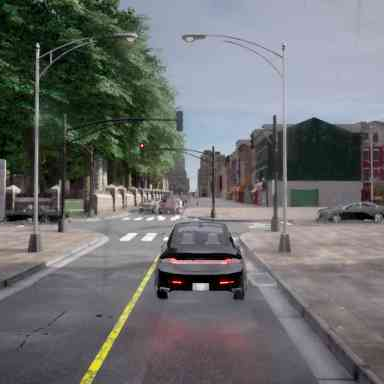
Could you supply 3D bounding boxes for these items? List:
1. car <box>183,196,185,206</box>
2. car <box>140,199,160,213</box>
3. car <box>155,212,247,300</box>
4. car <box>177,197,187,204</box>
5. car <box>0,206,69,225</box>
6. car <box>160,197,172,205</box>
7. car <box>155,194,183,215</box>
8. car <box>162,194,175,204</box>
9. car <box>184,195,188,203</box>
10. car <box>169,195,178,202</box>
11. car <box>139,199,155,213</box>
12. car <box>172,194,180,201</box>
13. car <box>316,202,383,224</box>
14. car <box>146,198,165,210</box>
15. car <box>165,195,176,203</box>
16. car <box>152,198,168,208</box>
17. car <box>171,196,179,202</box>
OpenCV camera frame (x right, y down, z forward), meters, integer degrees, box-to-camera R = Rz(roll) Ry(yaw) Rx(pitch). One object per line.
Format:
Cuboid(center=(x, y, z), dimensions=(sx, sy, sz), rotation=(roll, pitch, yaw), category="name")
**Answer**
Cuboid(center=(-2.275, 1.574, 45.025), dimensions=(1.812, 1.442, 4.674), rotation=(0, 0, 0), category="car")
Cuboid(center=(-4.900, 1.563, 39.405), dimensions=(1.752, 1.417, 4.829), rotation=(1, 0, 0), category="car")
Cuboid(center=(0.213, 1.496, 8.419), dimensions=(2.128, 1.511, 4.902), rotation=(0, 0, 1), category="car")
Cuboid(center=(-2.019, 1.678, 69.604), dimensions=(1.994, 1.385, 4.181), rotation=(0, 0, 0), category="car")
Cuboid(center=(-11.586, 1.665, 24.072), dimensions=(4.718, 1.301, 1.895), rotation=(0, -1, 1), category="car")
Cuboid(center=(-4.702, 1.671, 60.916), dimensions=(1.802, 1.307, 4.206), rotation=(1, 0, 0), category="car")
Cuboid(center=(-2.310, 1.383, 34.750), dimensions=(2.097, 1.767, 4.553), rotation=(0, 0, -1), category="car")
Cuboid(center=(-4.659, 1.423, 66.367), dimensions=(2.192, 1.841, 5.009), rotation=(1, 0, 0), category="car")
Cuboid(center=(-2.202, 1.564, 55.370), dimensions=(2.128, 1.511, 4.902), rotation=(0, 0, 1), category="car")
Cuboid(center=(-4.549, 1.620, 82.717), dimensions=(1.967, 1.590, 4.097), rotation=(1, 0, 0), category="car")
Cuboid(center=(-4.889, 1.585, 37.431), dimensions=(2.008, 1.369, 4.403), rotation=(1, 0, 0), category="car")
Cuboid(center=(-4.472, 1.555, 93.619), dimensions=(2.192, 1.841, 5.009), rotation=(1, 0, 0), category="car")
Cuboid(center=(11.478, 1.441, 23.849), dimensions=(4.902, 1.511, 2.128), rotation=(-1, -1, 1), category="car")
Cuboid(center=(-4.813, 1.598, 44.566), dimensions=(2.008, 1.369, 4.403), rotation=(1, 0, 0), category="car")
Cuboid(center=(-4.624, 1.569, 71.817), dimensions=(1.967, 1.590, 4.097), rotation=(1, 0, 0), category="car")
Cuboid(center=(-4.776, 1.624, 50.016), dimensions=(1.947, 1.339, 4.313), rotation=(1, 0, 0), category="car")
Cuboid(center=(-4.515, 1.733, 87.997), dimensions=(1.752, 1.417, 4.829), rotation=(1, 0, 0), category="car")
